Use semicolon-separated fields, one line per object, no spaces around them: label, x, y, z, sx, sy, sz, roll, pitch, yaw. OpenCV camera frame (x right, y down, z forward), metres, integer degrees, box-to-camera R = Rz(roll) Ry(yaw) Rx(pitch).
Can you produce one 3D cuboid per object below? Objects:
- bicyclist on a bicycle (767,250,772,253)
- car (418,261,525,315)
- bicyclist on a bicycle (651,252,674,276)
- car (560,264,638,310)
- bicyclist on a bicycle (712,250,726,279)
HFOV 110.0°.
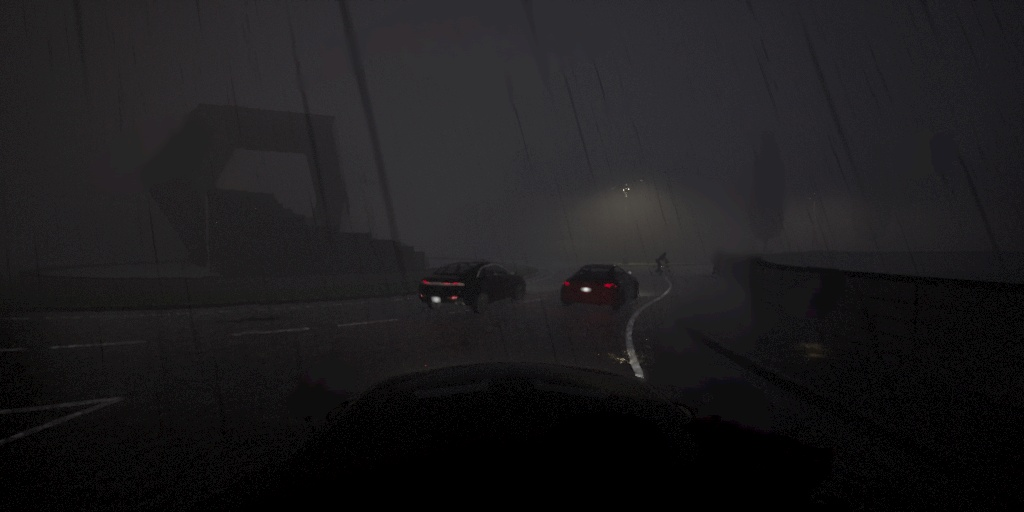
bicyclist on a bicycle;25.032;0.258;34.914;1.656;1.620;0.582;1;2;5
car;-1.109;0.922;12.146;2.128;1.511;4.902;1;2;24
bicyclist on a bicycle;10.134;0.549;24.101;1.656;1.620;0.582;0;2;-9
car;3.293;0.978;13.028;1.994;1.385;4.181;1;2;29
bicyclist on a bicycle;12.156;0.499;21.025;1.656;1.620;0.582;-1;2;-36
